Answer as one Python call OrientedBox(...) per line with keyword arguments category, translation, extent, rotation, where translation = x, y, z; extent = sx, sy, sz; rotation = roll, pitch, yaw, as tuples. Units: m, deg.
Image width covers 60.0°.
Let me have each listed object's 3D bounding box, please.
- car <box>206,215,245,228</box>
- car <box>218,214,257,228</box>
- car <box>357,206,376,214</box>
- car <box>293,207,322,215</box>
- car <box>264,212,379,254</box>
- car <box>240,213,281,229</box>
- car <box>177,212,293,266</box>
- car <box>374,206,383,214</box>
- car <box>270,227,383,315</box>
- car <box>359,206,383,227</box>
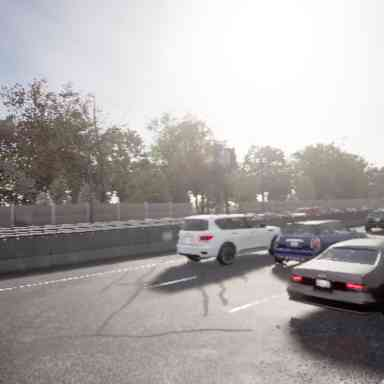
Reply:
OrientedBox(category="car", translation=(4.586, 3.896, 44.831), extent=(5.357, 1.411, 2.033), rotation=(0, -4, -40))
OrientedBox(category="car", translation=(5.718, 3.572, 41.232), extent=(5.008, 1.535, 1.882), rotation=(0, -4, -40))
OrientedBox(category="car", translation=(38.437, 3.935, 73.054), extent=(4.892, 1.490, 1.837), rotation=(0, -4, -40))
OrientedBox(category="car", translation=(13.035, 2.822, 38.273), extent=(5.566, 2.045, 2.150), rotation=(0, -4, -40))
OrientedBox(category="car", translation=(5.309, 1.890, 13.336), extent=(4.553, 1.767, 2.097), rotation=(0, -4, -40))
OrientedBox(category="car", translation=(8.040, 3.322, 38.625), extent=(5.008, 1.535, 1.882), rotation=(0, -4, -40))
OrientedBox(category="car", translation=(1.904, 2.008, 15.051), extent=(5.566, 2.045, 2.150), rotation=(0, -4, -40))
OrientedBox(category="car", translation=(40.680, 3.709, 70.376), extent=(4.902, 1.511, 2.128), rotation=(0, -4, -40))
OrientedBox(category="car", translation=(4.471, 1.826, 8.066), extent=(5.357, 1.411, 2.033), rotation=(0, -4, -40))
OrientedBox(category="car", translation=(15.679, 2.175, 26.574), extent=(4.553, 1.767, 2.097), rotation=(0, -4, -40))
